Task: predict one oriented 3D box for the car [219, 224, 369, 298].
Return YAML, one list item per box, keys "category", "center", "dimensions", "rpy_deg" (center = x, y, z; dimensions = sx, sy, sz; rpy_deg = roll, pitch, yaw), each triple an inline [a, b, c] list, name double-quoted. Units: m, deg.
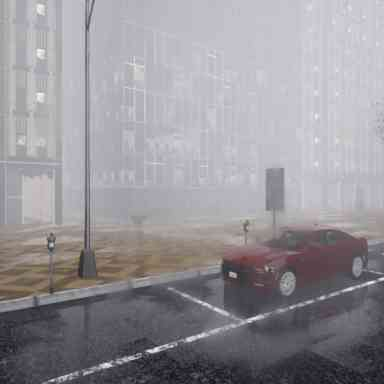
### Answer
- category: "car"
  center: [2.717, 1.545, 8.484]
  dimensions: [4.507, 1.381, 1.887]
  rpy_deg: [0, 0, -35]
